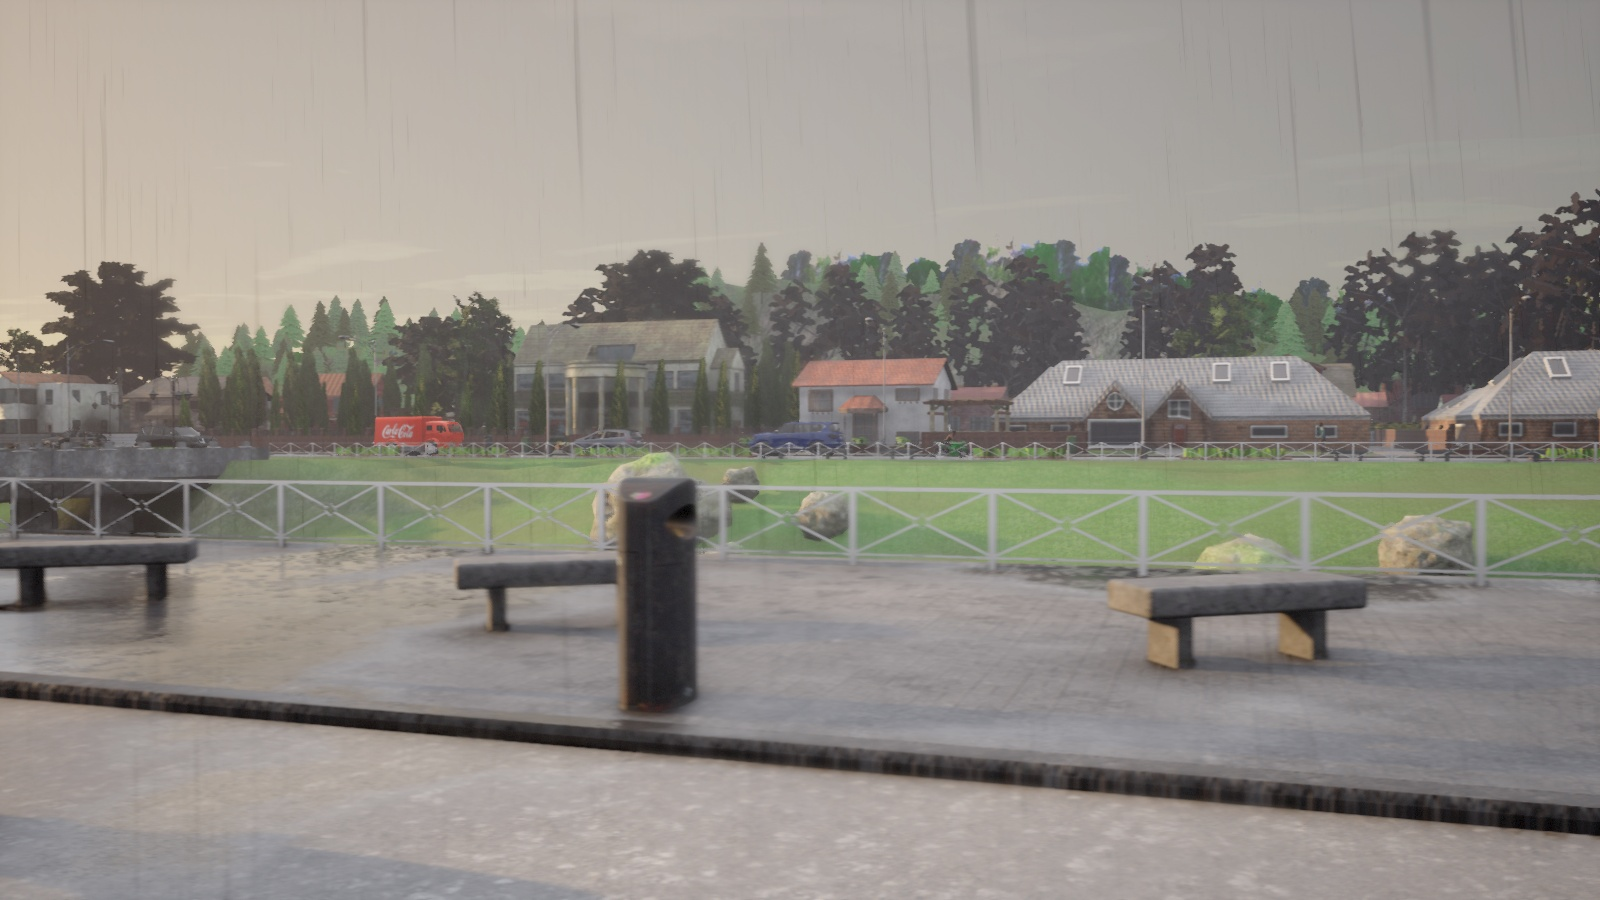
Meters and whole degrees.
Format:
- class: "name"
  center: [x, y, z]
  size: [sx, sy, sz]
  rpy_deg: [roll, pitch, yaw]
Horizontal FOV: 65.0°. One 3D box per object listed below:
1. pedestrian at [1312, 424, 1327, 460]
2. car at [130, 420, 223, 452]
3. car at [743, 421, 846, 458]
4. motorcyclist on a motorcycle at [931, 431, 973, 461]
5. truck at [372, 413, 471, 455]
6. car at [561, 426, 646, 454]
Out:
- class: "pedestrian"
  center: [27.800, -0.435, 67.166]
  size: [0.692, 1.930, 0.396]
  rpy_deg: [1, 1, 19]
- class: "car"
  center: [-41.006, -0.931, 82.577]
  size: [5.566, 2.045, 2.150]
  rpy_deg: [1, 1, 19]
- class: "car"
  center: [-0.322, -0.626, 73.100]
  size: [5.566, 2.045, 2.150]
  rpy_deg: [1, 1, 19]
- class: "motorcyclist on a motorcycle"
  center: [7.994, -0.219, 66.083]
  size: [2.044, 1.523, 0.797]
  rpy_deg: [1, 1, 19]
- class: "truck"
  center: [-23.064, -0.973, 76.533]
  size: [5.204, 2.467, 2.627]
  rpy_deg: [1, 1, 19]
- class: "car"
  center: [-12.059, -0.608, 77.053]
  size: [4.611, 1.667, 2.242]
  rpy_deg: [1, 1, 19]
